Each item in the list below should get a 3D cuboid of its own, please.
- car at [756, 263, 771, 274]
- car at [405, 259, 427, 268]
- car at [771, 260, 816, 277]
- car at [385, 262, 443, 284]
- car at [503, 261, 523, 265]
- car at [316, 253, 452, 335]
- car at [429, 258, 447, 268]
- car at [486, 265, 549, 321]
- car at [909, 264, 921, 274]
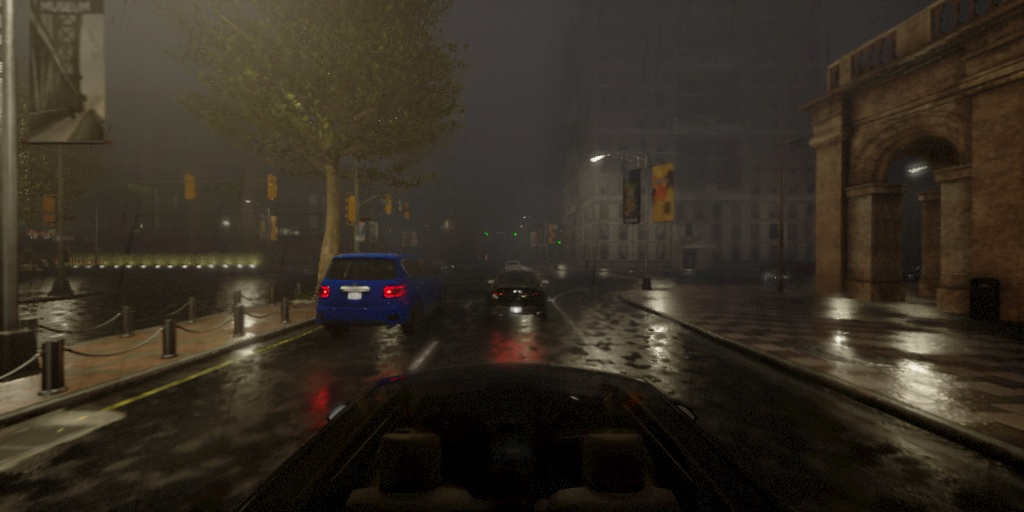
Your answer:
[{"bbox_3d":[28.090,1.153,37.223,4.892,1.490,1.837,0,0,0],"label":"car"},{"bbox_3d":[-15.010,1.144,56.343,2.033,1.411,5.357,0,0,0],"label":"car"},{"bbox_3d":[27.413,1.222,33.723,4.181,1.385,1.994,0,0,0],"label":"car"},{"bbox_3d":[-7.639,1.224,27.632,2.033,1.411,5.357,0,0,-44],"label":"car"},{"bbox_3d":[0.092,1.183,34.628,1.812,1.442,4.674,0,0,0],"label":"car"},{"bbox_3d":[-3.415,0.948,10.498,2.150,2.045,5.566,0,0,0],"label":"car"},{"bbox_3d":[-11.520,1.123,55.961,1.812,1.442,4.674,0,0,0],"label":"car"},{"bbox_3d":[0.206,1.225,12.259,1.837,1.490,4.892,0,0,2],"label":"car"},{"bbox_3d":[44.141,1.173,37.141,4.674,1.442,1.812,0,0,1],"label":"car"}]
